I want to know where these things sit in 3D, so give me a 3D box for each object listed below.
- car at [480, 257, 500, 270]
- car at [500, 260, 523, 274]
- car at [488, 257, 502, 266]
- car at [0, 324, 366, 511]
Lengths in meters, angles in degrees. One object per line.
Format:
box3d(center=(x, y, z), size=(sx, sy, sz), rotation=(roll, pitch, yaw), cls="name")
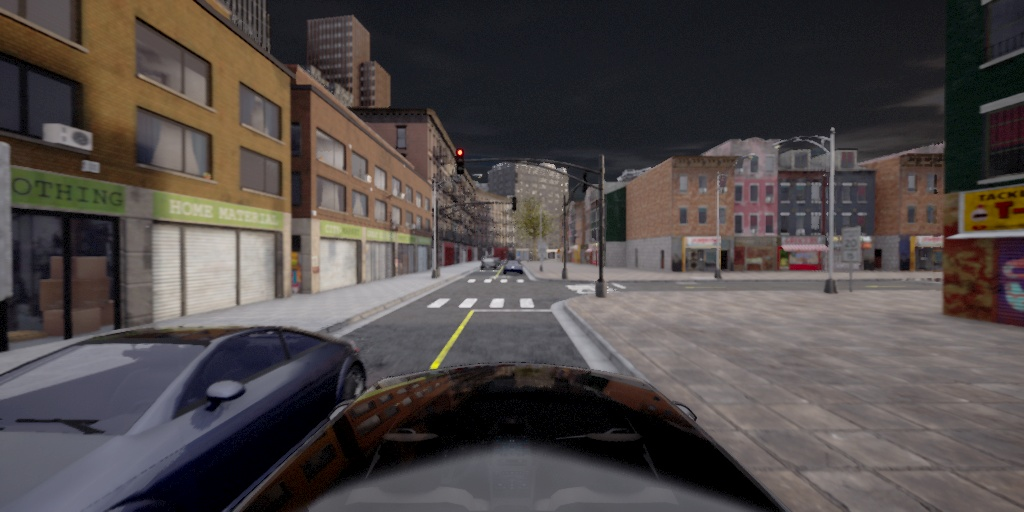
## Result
box3d(center=(-2.823, 0.971, 43.867), size=(1.812, 1.442, 4.674), rotation=(0, 0, 0), cls="car")
box3d(center=(0.105, 1.056, 36.923), size=(1.994, 1.385, 4.181), rotation=(0, 0, 0), cls="car")
box3d(center=(-2.774, 0.887, 60.336), size=(2.033, 1.411, 5.357), rotation=(0, 0, 1), cls="car")
box3d(center=(-2.825, 1.305, 2.848), size=(1.994, 1.385, 4.181), rotation=(0, 0, 0), cls="car")
